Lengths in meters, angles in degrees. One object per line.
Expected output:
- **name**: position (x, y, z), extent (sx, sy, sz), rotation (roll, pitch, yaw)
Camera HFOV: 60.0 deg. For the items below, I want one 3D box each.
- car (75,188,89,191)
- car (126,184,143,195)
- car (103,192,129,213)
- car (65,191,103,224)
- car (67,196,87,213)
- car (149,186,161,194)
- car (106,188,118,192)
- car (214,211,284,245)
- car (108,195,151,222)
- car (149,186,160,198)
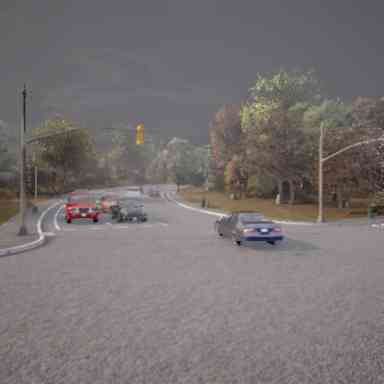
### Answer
- **car**: position (-14.898, 0.539, 44.905), extent (2.150, 2.045, 5.566), rotation (0, 3, -13)
- **car**: position (-9.401, 0.159, 53.777), extent (2.150, 2.045, 5.566), rotation (0, 3, -10)
- **car**: position (-8.112, 1.183, 34.358), extent (2.097, 1.767, 4.553), rotation (0, 2, -19)
- **car**: position (-8.528, 1.199, 25.600), extent (2.150, 2.045, 5.566), rotation (0, 1, -22)
- **car**: position (-12.007, 1.257, 34.867), extent (1.837, 1.490, 4.892), rotation (0, 2, -18)
- **car**: position (-7.736, -0.445, 69.488), extent (2.128, 1.511, 4.902), rotation (0, 3, -1)
- **car**: position (-13.054, 0.242, 53.563), extent (2.097, 1.767, 4.553), rotation (0, 3, -10)
- **car**: position (2.503, 1.614, 15.941), extent (2.033, 1.411, 5.357), rotation (0, 0, -10)
- **car**: position (-5.020, 1.364, 26.384), extent (2.097, 1.767, 4.553), rotation (0, 1, -23)
- **car**: position (-6.659, 0.148, 59.283), extent (2.128, 1.511, 4.902), rotation (0, 3, -7)
